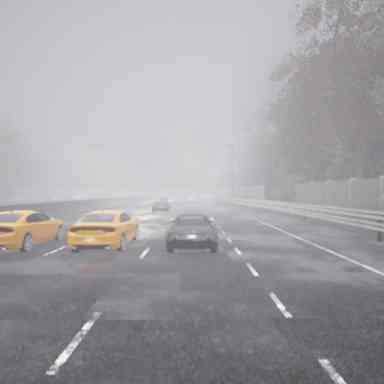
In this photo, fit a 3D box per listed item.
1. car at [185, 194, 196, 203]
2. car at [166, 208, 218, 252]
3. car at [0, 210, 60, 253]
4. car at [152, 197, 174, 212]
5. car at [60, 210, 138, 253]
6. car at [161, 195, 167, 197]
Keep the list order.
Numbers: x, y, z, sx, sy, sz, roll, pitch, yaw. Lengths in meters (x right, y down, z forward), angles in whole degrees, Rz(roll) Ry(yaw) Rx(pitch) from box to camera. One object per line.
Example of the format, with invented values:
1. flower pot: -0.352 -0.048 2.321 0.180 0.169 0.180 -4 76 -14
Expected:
1. car: 0.006 1.597 73.139 1.812 1.442 4.674 0 0 0
2. car: -0.001 1.578 13.978 1.994 1.385 4.181 0 0 0
3. car: -6.999 1.492 13.758 1.882 1.535 5.008 0 0 0
4. car: -3.498 1.603 39.065 1.994 1.385 4.181 0 0 0
5. car: -3.499 1.492 13.877 1.882 1.535 5.008 0 0 0
6. car: -6.993 1.561 82.998 1.882 1.535 5.008 0 0 0
